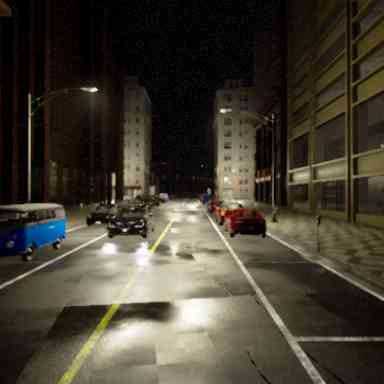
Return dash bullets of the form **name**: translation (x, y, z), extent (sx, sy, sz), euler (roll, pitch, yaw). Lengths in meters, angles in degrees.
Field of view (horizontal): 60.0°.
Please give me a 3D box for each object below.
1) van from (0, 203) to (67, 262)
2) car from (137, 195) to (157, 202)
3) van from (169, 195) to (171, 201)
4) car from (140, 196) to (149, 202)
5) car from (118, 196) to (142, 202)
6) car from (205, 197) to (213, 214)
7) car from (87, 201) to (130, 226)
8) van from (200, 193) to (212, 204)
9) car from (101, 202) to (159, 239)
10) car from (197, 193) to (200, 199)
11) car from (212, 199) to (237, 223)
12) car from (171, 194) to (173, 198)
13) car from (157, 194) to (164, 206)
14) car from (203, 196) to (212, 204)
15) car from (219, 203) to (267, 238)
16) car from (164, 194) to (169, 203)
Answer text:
- **van**: translation (-5.851, 1.323, 11.706), extent (1.690, 1.788, 3.998), euler (1, 0, 0)
- **car**: translation (-5.861, 1.248, 39.828), extent (2.192, 1.841, 5.009), euler (1, 0, 0)
- **van**: translation (-5.872, 1.220, 67.949), extent (1.690, 1.788, 3.998), euler (1, 0, 0)
- **car**: translation (-5.862, 1.469, 34.034), extent (1.752, 1.417, 4.829), euler (1, 0, 0)
- **car**: translation (-5.859, 1.394, 28.579), extent (1.967, 1.590, 4.097), euler (1, 0, 0)
- **car**: translation (2.664, 1.487, 34.215), extent (1.887, 1.381, 4.507), euler (1, 0, 0)
- **car**: translation (-5.858, 1.529, 22.955), extent (1.947, 1.339, 4.313), euler (1, 0, 0)
- **van**: translation (2.657, 1.241, 56.713), extent (1.690, 1.788, 3.998), euler (1, 0, 0)
- **car**: translation (-3.007, 1.479, 17.271), extent (1.837, 1.490, 4.892), euler (0, 0, 0)
- **car**: translation (2.653, 1.193, 67.962), extent (2.192, 1.841, 5.009), euler (1, 0, 0)
- **car**: translation (2.669, 1.402, 22.966), extent (1.967, 1.590, 4.097), euler (1, 0, 0)
- **car**: translation (-5.877, 1.413, 73.574), extent (1.887, 1.381, 4.507), euler (1, 0, 0)
- **car**: translation (-5.867, 1.352, 51.077), extent (1.967, 1.590, 4.097), euler (1, 0, 0)
- **car**: translation (2.661, 1.483, 39.840), extent (2.008, 1.369, 4.403), euler (1, 0, 0)
- **car**: translation (2.670, 1.517, 17.341), extent (1.887, 1.381, 4.507), euler (1, 0, 0)
- **car**: translation (-5.873, 1.472, 62.325), extent (1.802, 1.307, 4.206), euler (1, 0, 0)
